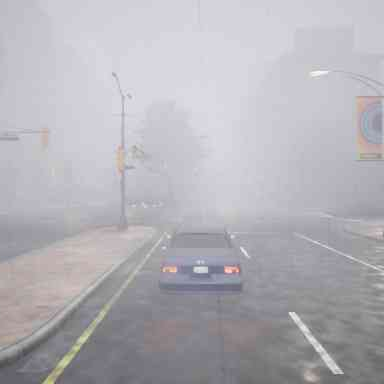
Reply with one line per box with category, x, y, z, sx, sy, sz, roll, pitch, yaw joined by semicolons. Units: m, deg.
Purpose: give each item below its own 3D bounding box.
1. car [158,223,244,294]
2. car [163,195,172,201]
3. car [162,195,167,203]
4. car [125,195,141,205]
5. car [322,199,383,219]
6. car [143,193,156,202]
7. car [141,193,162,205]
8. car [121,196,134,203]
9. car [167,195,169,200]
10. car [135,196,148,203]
car;0.229;1.547;8.920;2.033;1.411;5.357;0;0;1
car;-6.400;1.478;86.611;1.882;1.535;5.008;0;0;1
car;-6.799;1.352;66.744;2.097;1.767;4.553;0;0;1
car;-10.515;1.352;57.850;2.097;1.767;4.553;0;0;1
car;14.255;1.547;28.915;5.357;1.411;2.033;0;0;1
car;-10.048;1.225;78.710;2.150;2.045;5.566;0;0;1
car;-7.015;1.352;57.972;2.097;1.767;4.553;0;0;1
car;-13.464;1.595;69.814;1.895;1.301;4.718;0;0;1
car;-6.588;1.525;76.518;2.128;1.511;4.902;0;0;1
car;-10.254;1.505;68.025;1.837;1.490;4.892;0;0;1
